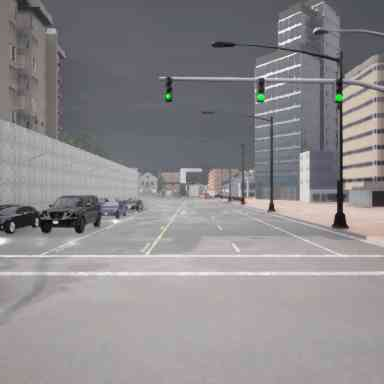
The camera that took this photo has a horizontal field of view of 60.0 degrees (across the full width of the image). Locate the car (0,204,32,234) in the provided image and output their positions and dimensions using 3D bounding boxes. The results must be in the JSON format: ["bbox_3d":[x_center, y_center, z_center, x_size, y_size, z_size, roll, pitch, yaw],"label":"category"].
[{"bbox_3d":[-10.585,1.504,19.406,1.837,1.490,4.892,0,0,0],"label":"car"}]

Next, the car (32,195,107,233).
[{"bbox_3d":[-7.081,1.221,20.034,2.150,2.045,5.566,0,0,0],"label":"car"}]

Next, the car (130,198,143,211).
[{"bbox_3d":[-7.064,1.491,40.017,2.128,1.511,4.902,0,0,0],"label":"car"}]

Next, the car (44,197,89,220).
[{"bbox_3d":[-10.580,1.351,28.474,2.097,1.767,4.553,0,0,0],"label":"car"}]

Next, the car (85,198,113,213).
[{"bbox_3d":[-10.568,1.504,38.291,1.837,1.490,4.892,0,0,0],"label":"car"}]

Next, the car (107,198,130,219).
[{"bbox_3d":[-7.078,1.525,29.674,1.812,1.442,4.674,0,0,0],"label":"car"}]

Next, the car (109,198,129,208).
[{"bbox_3d":[-10.524,1.600,48.351,1.895,1.301,4.718,0,0,1],"label":"car"}]
